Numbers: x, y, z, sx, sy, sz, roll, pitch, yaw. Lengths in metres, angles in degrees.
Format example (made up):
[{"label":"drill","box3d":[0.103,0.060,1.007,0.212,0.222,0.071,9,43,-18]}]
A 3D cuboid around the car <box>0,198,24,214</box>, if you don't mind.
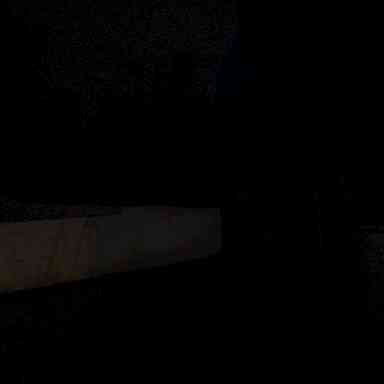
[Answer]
[{"label":"car","box3d":[-16.031,1.256,29.042,4.674,1.442,1.812,1,1,32]}]
